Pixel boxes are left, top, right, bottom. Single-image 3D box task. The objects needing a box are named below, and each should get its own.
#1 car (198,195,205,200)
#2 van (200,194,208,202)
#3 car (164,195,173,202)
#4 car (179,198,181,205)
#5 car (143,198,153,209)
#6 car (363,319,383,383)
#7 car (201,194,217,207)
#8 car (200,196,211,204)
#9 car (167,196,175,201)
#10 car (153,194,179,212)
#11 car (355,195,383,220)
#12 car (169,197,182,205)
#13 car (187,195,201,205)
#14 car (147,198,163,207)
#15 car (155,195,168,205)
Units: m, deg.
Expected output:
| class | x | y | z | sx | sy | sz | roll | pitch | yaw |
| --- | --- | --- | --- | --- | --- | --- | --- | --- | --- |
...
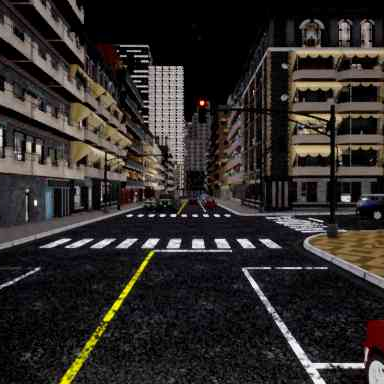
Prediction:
| class | x | y | z | sx | sy | sz | roll | pitch | yaw |
| --- | --- | --- | --- | --- | --- | --- | --- | --- | --- |
| car | 2.804 | 1.601 | 95.028 | 1.887 | 1.381 | 4.507 | -1 | 0 | 0 |
| van | 2.781 | 1.378 | 78.444 | 1.690 | 1.788 | 3.998 | -1 | 0 | 0 |
| car | -5.598 | 1.562 | 78.290 | 1.752 | 1.417 | 4.829 | -1 | 0 | 0 |
| car | -3.028 | 1.538 | 49.910 | 1.812 | 1.442 | 4.674 | 0 | 0 | 0 |
| car | -5.640 | 1.560 | 45.293 | 2.008 | 1.369 | 4.403 | 0 | 0 | 0 |
| car | 2.684 | 1.544 | 1.805 | 1.887 | 1.381 | 4.507 | 0 | 0 | 0 |
| car | 2.746 | 1.454 | 50.805 | 1.967 | 1.590 | 4.097 | -1 | 0 | 0 |
| car | 2.769 | 1.577 | 67.388 | 2.008 | 1.369 | 4.403 | -1 | 0 | 0 |
| car | -5.583 | 1.632 | 89.516 | 1.802 | 1.307 | 4.206 | -1 | 0 | 0 |
| car | -3.049 | 1.228 | 40.077 | 2.150 | 2.045 | 5.566 | 0 | 0 | 0 |
| car | 14.870 | 1.206 | 24.776 | 5.008 | 1.535 | 1.882 | -1 | 0 | -1 |
| car | -2.991 | 1.568 | 60.544 | 2.033 | 1.411 | 5.357 | 0 | 0 | 1 |
| car | 0.177 | 1.566 | 57.772 | 2.033 | 1.411 | 5.357 | 0 | 0 | 0 |
| car | -5.633 | 1.579 | 50.820 | 1.947 | 1.339 | 4.313 | 0 | 0 | 0 |
| car | -5.620 | 1.462 | 61.876 | 1.967 | 1.590 | 4.097 | -1 | 0 | 0 |
